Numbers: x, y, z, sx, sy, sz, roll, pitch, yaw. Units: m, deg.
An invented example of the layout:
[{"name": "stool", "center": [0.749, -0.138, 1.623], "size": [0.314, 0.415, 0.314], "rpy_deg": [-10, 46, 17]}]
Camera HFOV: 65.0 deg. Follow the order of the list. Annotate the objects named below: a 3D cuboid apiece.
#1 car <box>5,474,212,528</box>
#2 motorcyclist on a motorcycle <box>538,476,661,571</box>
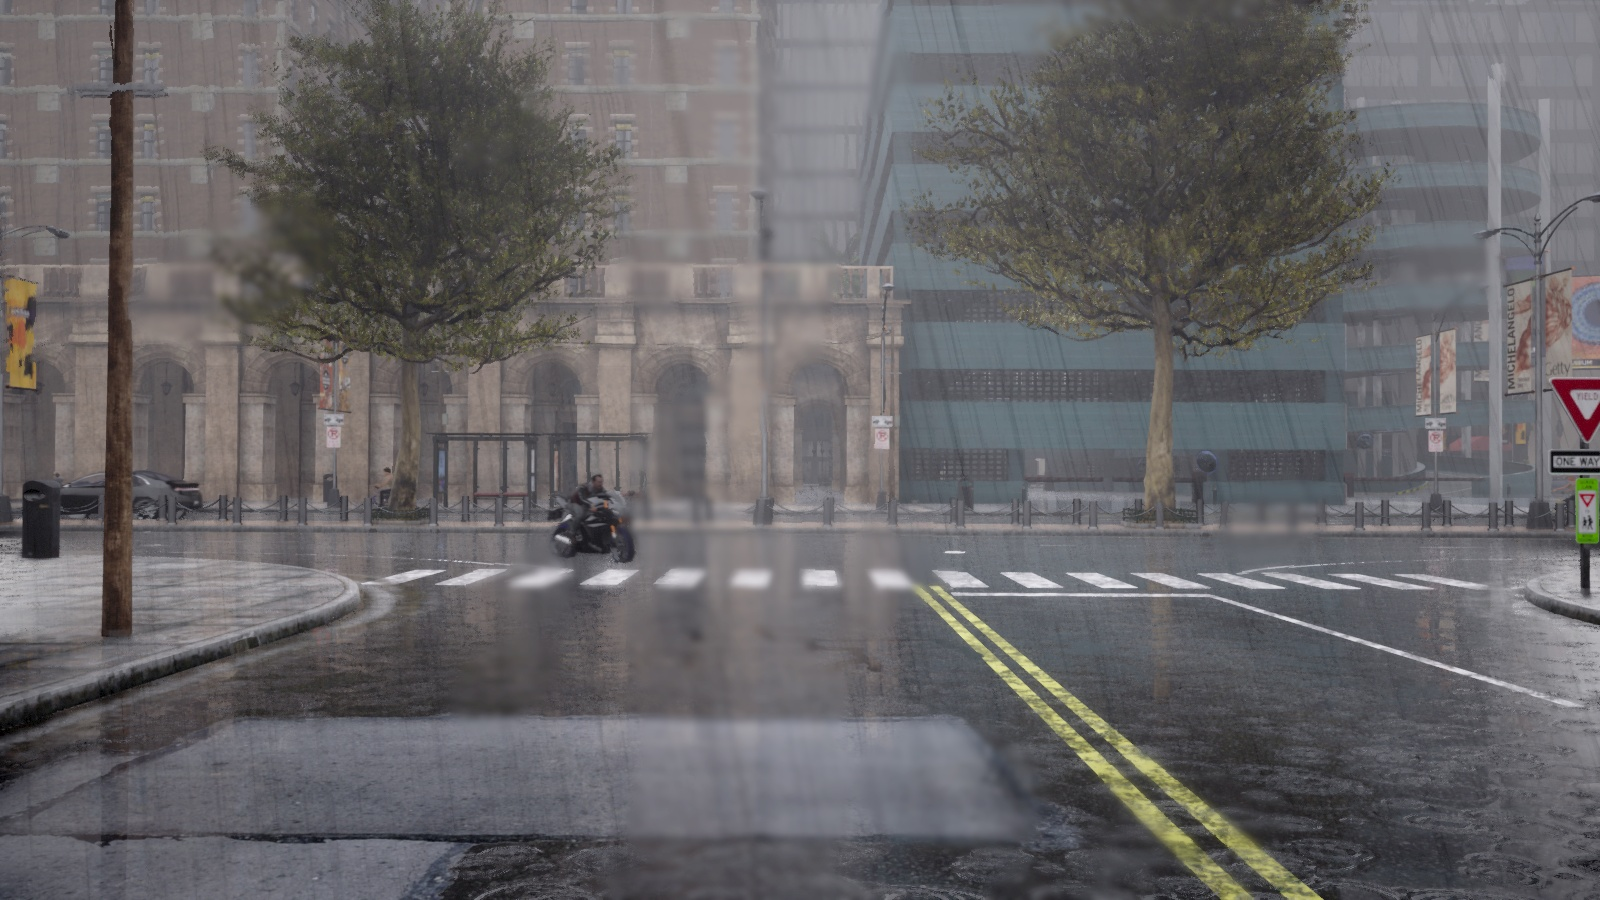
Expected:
[{"name": "car", "center": [-20.191, 1.468, 36.821], "size": [4.902, 1.511, 2.128], "rpy_deg": [0, -1, 1]}, {"name": "motorcyclist on a motorcycle", "center": [-3.457, 1.224, 21.541], "size": [2.191, 1.530, 0.866], "rpy_deg": [-1, 0, 41]}]
